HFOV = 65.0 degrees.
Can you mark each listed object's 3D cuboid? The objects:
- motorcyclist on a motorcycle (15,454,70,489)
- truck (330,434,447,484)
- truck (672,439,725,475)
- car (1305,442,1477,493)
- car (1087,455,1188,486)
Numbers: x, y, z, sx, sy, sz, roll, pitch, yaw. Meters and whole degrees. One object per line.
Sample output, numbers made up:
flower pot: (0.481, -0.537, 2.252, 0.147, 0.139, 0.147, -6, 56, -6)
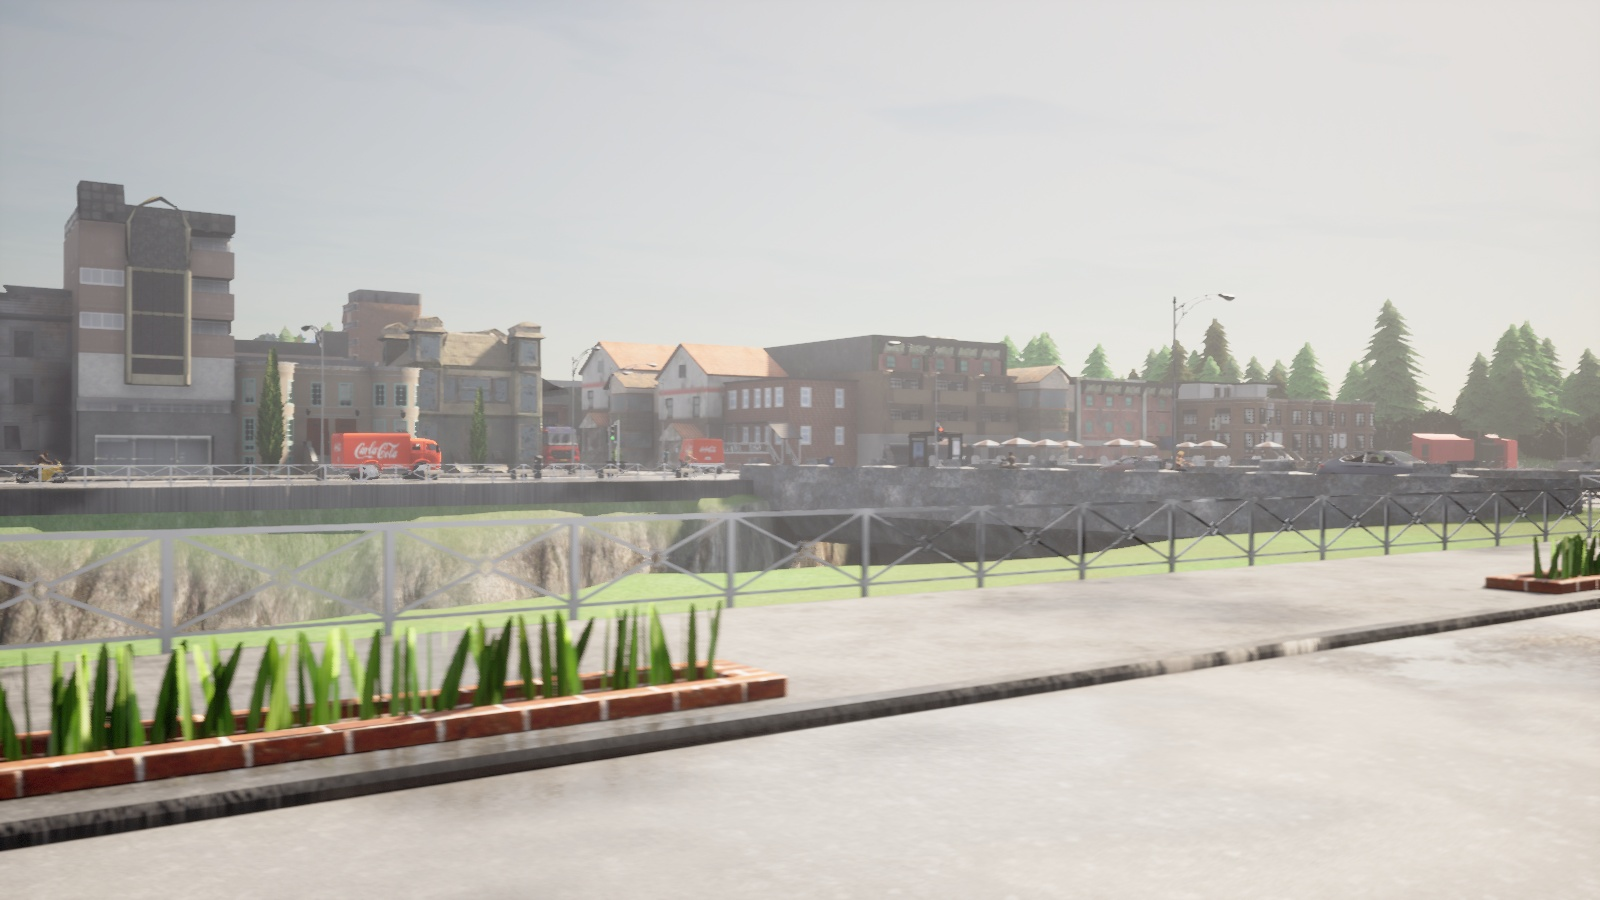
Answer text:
motorcyclist on a motorcycle: (-33.756, 0.936, 55.966, 2.044, 1.523, 0.797, 0, 0, -35)
truck: (-21.191, 0.462, 64.719, 5.204, 2.467, 2.627, 0, 0, -35)
truck: (-7.233, 0.492, 89.080, 2.627, 2.467, 5.204, 0, 0, -18)
car: (20.448, 0.587, 43.667, 2.152, 1.651, 5.027, 0, 0, -35)
car: (15.494, 0.918, 57.787, 1.994, 1.385, 4.181, 0, 0, -36)
